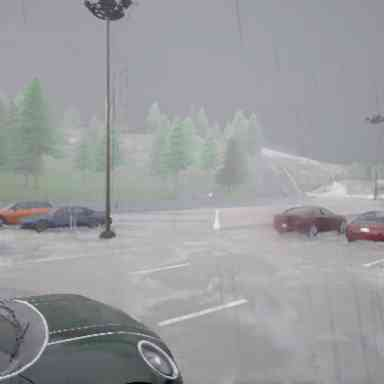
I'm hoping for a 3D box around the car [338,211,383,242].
[{"bbox_3d":[8.844,1.565,15.322,4.181,1.385,1.994,0,0,-40],"label":"car"}]

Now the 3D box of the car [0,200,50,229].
[{"bbox_3d":[-11.272,1.382,21.863,4.553,1.767,2.097,0,0,-37],"label":"car"}]

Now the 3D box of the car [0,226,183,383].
[{"bbox_3d":[-2.258,1.358,2.238,4.553,1.767,2.097,0,0,-35],"label":"car"}]

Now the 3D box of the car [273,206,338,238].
[{"bbox_3d":[6.416,1.483,17.836,5.008,1.535,1.882,0,0,-40],"label":"car"}]

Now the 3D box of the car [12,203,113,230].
[{"bbox_3d":[-7.617,1.572,20.219,5.357,1.411,2.033,0,0,-37],"label":"car"}]
